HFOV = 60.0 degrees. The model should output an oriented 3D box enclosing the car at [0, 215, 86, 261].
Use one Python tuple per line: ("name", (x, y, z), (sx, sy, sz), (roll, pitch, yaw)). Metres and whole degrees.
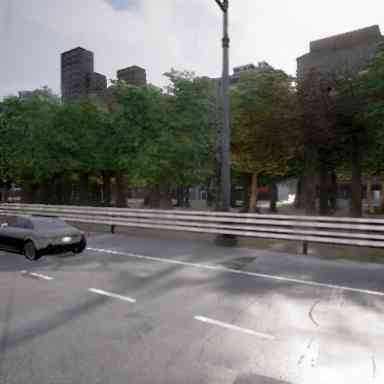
("car", (-5.844, 1.567, 12.341), (4.181, 1.385, 1.994), (0, 0, 36))
